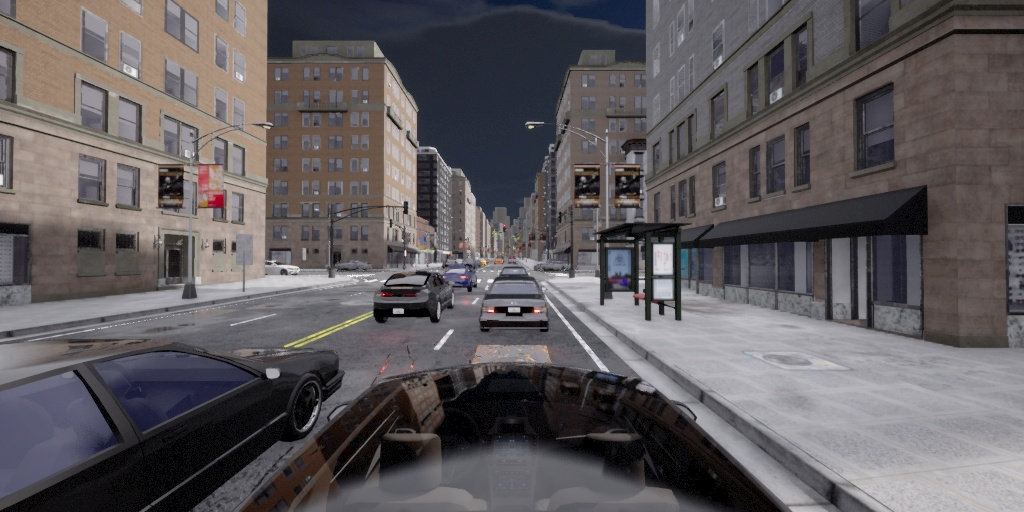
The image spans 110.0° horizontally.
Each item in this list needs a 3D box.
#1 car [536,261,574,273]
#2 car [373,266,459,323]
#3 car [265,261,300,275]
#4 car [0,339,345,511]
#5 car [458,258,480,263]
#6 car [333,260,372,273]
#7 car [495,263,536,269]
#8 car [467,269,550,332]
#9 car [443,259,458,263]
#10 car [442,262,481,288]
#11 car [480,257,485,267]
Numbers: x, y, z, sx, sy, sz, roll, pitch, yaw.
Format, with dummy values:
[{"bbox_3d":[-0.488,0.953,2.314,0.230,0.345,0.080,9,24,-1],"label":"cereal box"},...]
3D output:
[{"bbox_3d":[5.194,1.357,44.586,4.902,1.511,2.128,0,0,13],"label":"car"},{"bbox_3d":[-3.131,1.258,12.181,1.837,1.490,4.892,0,0,-1],"label":"car"},{"bbox_3d":[-22.600,1.157,33.889,4.674,1.442,1.812,0,-1,-1],"label":"car"},{"bbox_3d":[-3.149,1.298,2.307,2.033,1.411,5.357,0,0,0],"label":"car"},{"bbox_3d":[-6.553,1.124,55.241,2.097,1.767,4.553,0,0,0],"label":"car"},{"bbox_3d":[-19.652,1.267,43.839,4.902,1.511,2.128,0,-1,0],"label":"car"},{"bbox_3d":[0.104,1.305,20.897,2.033,1.411,5.357,0,0,0],"label":"car"},{"bbox_3d":[0.087,1.300,10.840,2.033,1.411,5.357,0,0,1],"label":"car"},{"bbox_3d":[-9.766,1.277,56.933,1.837,1.490,4.892,0,0,3],"label":"car"},{"bbox_3d":[-3.139,1.284,21.220,1.812,1.442,4.674,0,0,0],"label":"car"},{"bbox_3d":[-6.514,1.264,64.381,2.128,1.511,4.902,0,0,1],"label":"car"}]
